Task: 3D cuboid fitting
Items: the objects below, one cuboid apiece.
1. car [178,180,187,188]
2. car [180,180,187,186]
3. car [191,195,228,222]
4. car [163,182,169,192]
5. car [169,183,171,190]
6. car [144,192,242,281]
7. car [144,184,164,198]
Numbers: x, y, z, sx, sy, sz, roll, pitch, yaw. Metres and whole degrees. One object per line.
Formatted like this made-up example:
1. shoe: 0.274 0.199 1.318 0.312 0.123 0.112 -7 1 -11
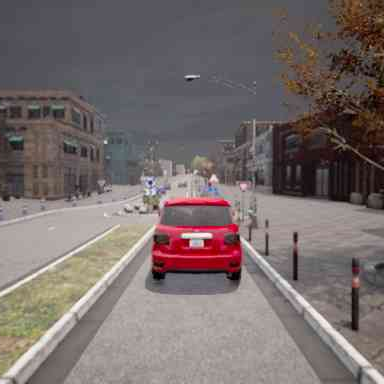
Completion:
1. car: -2.274 -1.697 78.124 1.812 1.442 4.674 0 3 0
2. car: -2.289 -2.328 88.109 1.812 1.442 4.674 0 3 0
3. car: 1.370 1.087 23.616 2.033 1.411 5.357 0 2 10
4. car: -5.322 -0.414 55.679 1.812 1.442 4.674 0 3 0
5. car: -5.262 -1.163 67.709 1.837 1.490 4.892 0 3 0
6. car: 0.122 1.141 9.779 2.150 2.045 5.566 0 1 0
7. car: -5.338 0.039 45.489 1.882 1.535 5.008 0 4 1
